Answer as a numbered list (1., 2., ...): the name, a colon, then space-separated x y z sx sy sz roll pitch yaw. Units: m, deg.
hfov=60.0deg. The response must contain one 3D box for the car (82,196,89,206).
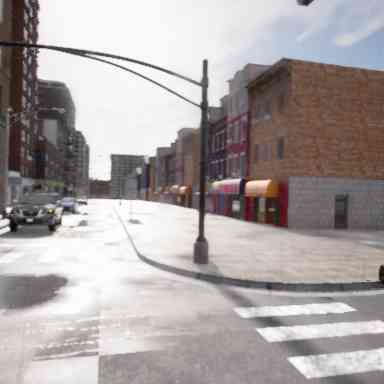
1. car: -16.940 1.326 51.187 2.033 1.411 5.357 1 0 -14

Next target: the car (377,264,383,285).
1. car: 6.526 1.840 6.989 4.718 1.301 1.895 2 0 -15

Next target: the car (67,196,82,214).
1. car: -12.046 1.247 32.012 1.882 1.535 5.008 1 0 -14

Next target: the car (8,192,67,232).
1. car: -8.673 1.012 18.942 2.150 2.045 5.566 1 0 -16
